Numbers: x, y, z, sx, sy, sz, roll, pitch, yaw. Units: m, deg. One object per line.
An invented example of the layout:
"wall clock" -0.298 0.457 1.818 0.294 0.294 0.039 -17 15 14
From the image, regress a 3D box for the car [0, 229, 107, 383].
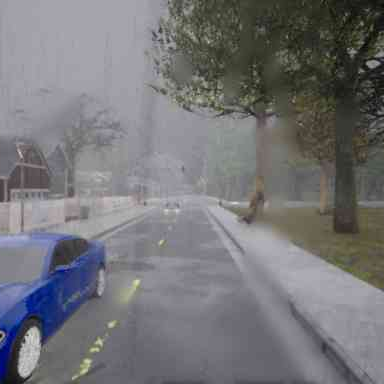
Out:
"car" -2.850 1.473 5.575 1.882 1.535 5.008 0 0 0

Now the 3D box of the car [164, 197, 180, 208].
"car" -2.750 1.451 47.600 1.812 1.442 4.674 0 0 0
